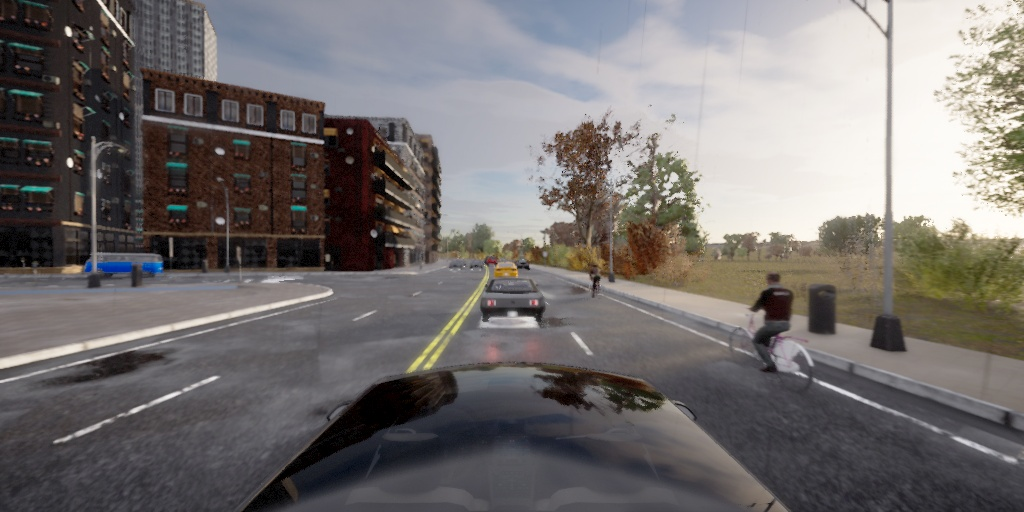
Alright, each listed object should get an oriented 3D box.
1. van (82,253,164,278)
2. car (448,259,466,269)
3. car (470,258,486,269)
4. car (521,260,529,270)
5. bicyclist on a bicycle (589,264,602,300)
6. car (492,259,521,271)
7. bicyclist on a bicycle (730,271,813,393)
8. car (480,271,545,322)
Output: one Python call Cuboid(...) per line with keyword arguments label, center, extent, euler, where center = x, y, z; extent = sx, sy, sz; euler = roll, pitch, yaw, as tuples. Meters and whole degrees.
Cuboid(label="van", center=(-28.171, 0.691, 26.163), extent=(3.998, 1.789, 1.690), euler=(0, 0, -31))
Cuboid(label="car", center=(-8.843, 1.374, 56.620), extent=(1.994, 1.385, 4.181), euler=(0, 0, -4))
Cuboid(label="car", center=(-5.614, 1.370, 57.005), extent=(1.994, 1.385, 4.181), euler=(0, 0, -4))
Cuboid(label="car", center=(1.417, 1.300, 52.391), extent=(1.837, 1.490, 4.892), euler=(0, 0, -4))
Cuboid(label="bicyclist on a bicycle", center=(3.942, 1.217, 16.930), extent=(0.582, 1.620, 1.656), euler=(0, 0, -1))
Cuboid(label="car", center=(-0.551, 1.259, 30.406), extent=(1.882, 1.535, 5.008), euler=(0, 0, -2))
Cuboid(label="bicyclist on a bicycle", center=(4.110, 1.123, 5.847), extent=(0.659, 1.776, 1.843), euler=(0, 0, 0))
Cuboid(label="car", center=(-0.011, 1.363, 12.395), extent=(1.895, 1.301, 4.718), euler=(0, 0, -1))
